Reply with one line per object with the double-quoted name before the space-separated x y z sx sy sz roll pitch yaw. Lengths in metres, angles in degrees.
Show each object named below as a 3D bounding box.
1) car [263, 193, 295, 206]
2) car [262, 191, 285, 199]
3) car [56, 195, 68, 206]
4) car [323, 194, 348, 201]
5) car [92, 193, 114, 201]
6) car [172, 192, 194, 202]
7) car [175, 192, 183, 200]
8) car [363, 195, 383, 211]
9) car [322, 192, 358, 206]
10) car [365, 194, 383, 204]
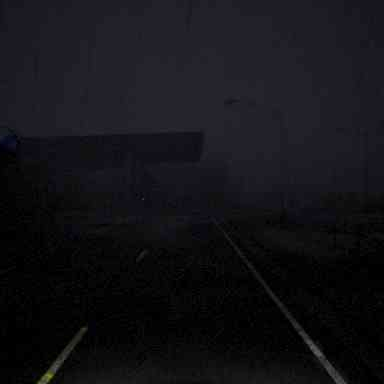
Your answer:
"car" 12.648 1.258 47.450 3.806 1.475 1.970 0 0 -1
"car" 13.237 0.966 50.778 3.866 1.878 1.905 0 0 -1
"car" -20.767 1.369 51.097 2.242 1.667 4.611 0 0 -1
"car" 31.698 1.172 73.478 4.674 1.442 1.812 0 0 0
"car" -19.660 1.005 73.273 4.553 1.767 2.097 0 0 0
"car" -2.273 1.279 70.466 1.812 1.442 4.674 0 4 35
"car" -3.570 1.026 91.676 2.150 2.045 5.566 0 0 0
"car" 20.499 1.221 35.083 4.514 1.523 2.007 0 0 -1
"car" 21.127 0.994 47.544 4.605 1.855 1.932 0 0 -1
"car" 31.091 1.179 54.553 4.514 1.523 2.007 0 0 -1
